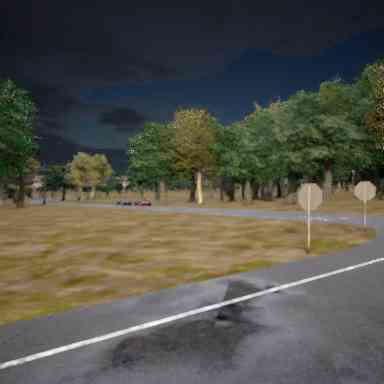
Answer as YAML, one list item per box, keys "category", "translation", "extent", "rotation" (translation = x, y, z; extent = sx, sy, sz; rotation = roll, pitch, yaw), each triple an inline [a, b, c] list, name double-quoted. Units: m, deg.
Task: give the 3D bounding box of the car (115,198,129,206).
- category: "car"
  translation: [-12.802, 1.871, 62.301]
  extent: [1.994, 1.385, 4.181]
  rotation: [1, -1, -34]

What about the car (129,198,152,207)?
- category: "car"
  translation: [-8.418, 1.747, 55.963]
  extent: [1.994, 1.385, 4.181]
  rotation: [1, -1, -34]
